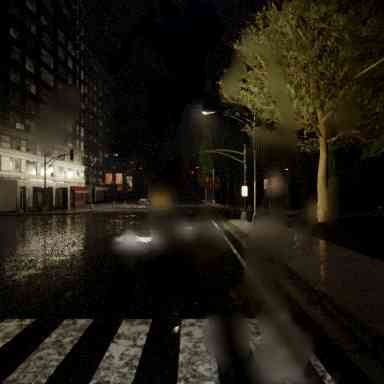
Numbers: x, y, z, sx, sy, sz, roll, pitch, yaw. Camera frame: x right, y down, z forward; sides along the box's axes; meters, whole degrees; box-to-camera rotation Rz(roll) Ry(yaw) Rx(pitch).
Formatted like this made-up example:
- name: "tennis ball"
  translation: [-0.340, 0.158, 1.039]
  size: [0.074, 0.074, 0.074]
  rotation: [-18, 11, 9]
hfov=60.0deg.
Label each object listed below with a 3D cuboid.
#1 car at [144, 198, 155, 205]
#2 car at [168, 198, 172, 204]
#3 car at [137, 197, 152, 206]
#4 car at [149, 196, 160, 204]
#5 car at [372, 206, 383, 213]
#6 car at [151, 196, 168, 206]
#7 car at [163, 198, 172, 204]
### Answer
- name: "car"
  translation: [-9.578, 2.131, 75.517]
  size: [1.994, 1.385, 4.181]
  rotation: [0, -1, 0]
- name: "car"
  translation: [-6.327, 2.125, 75.976]
  size: [2.033, 1.411, 5.357]
  rotation: [0, -1, 0]
- name: "car"
  translation: [-9.601, 2.007, 65.649]
  size: [1.994, 1.385, 4.181]
  rotation: [0, -1, 0]
- name: "car"
  translation: [-9.553, 1.959, 85.923]
  size: [2.150, 2.045, 5.566]
  rotation: [0, -1, 0]
- name: "car"
  translation: [41.779, 3.911, 74.422]
  size: [4.892, 1.490, 1.837]
  rotation: [4, -3, -45]
- name: "car"
  translation: [-6.350, 1.925, 65.976]
  size: [1.882, 1.535, 5.008]
  rotation: [0, -1, 0]
- name: "car"
  translation: [-6.303, 2.262, 86.178]
  size: [1.812, 1.442, 4.674]
  rotation: [0, -1, 0]
